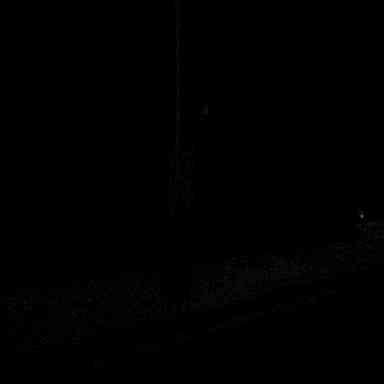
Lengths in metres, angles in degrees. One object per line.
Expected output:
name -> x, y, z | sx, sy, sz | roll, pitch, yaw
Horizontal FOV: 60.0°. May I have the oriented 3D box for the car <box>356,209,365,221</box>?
car -> 10.895, 1.450, 26.053 | 2.128, 1.511, 4.902 | 0, 1, -34
